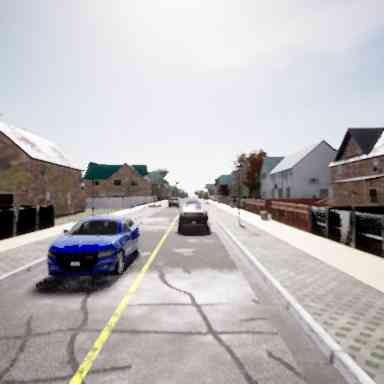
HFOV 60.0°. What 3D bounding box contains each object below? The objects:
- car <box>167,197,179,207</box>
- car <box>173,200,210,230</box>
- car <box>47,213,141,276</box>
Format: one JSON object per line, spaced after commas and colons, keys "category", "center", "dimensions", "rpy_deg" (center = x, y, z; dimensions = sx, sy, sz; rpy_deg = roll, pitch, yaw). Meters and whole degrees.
{"category": "car", "center": [-2.821, 1.645, 52.683], "dimensions": [1.837, 1.490, 4.892], "rpy_deg": [0, 0, 0]}
{"category": "car", "center": [0.095, 1.523, 21.223], "dimensions": [2.128, 1.511, 4.902], "rpy_deg": [0, 0, 0]}
{"category": "car", "center": [-2.853, 1.488, 10.626], "dimensions": [1.882, 1.535, 5.008], "rpy_deg": [0, 0, 0]}
